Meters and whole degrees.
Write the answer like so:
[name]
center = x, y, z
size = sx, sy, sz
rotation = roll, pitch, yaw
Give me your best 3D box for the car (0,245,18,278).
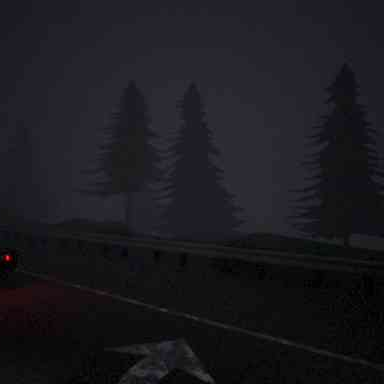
[car]
center = -6.792, 1.692, 9.131
size = 4.718, 1.301, 1.895
rotation = -1, 0, 37
